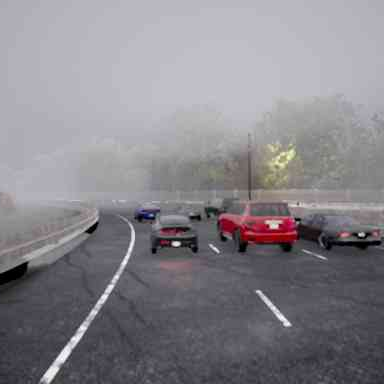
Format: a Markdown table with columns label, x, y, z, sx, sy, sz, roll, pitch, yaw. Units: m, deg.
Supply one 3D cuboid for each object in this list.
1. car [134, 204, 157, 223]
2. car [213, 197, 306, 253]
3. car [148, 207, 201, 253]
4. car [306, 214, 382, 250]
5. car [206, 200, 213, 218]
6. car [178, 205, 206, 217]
| label | x | y | z | sx | sy | sz | roll | pitch | yaw |
| --- | --- | --- | --- | --- | --- | --- | --- | --- | --- |
| car | -3.996 | 1.765 | 29.607 | 1.882 | 1.535 | 5.008 | 0 | 0 | -16 |
| car | 2.628 | 1.356 | 14.680 | 2.150 | 2.045 | 5.566 | 0 | 0 | -7 |
| car | -0.887 | 1.648 | 14.522 | 1.837 | 1.490 | 4.892 | 0 | 0 | -8 |
| car | 6.103 | 1.687 | 15.094 | 2.033 | 1.411 | 5.357 | 0 | -1 | -7 |
| car | 2.880 | 1.512 | 31.040 | 2.150 | 2.045 | 5.566 | 0 | 0 | -16 |
| car | -0.578 | 1.856 | 30.386 | 1.994 | 1.385 | 4.181 | 0 | -1 | -16 |
